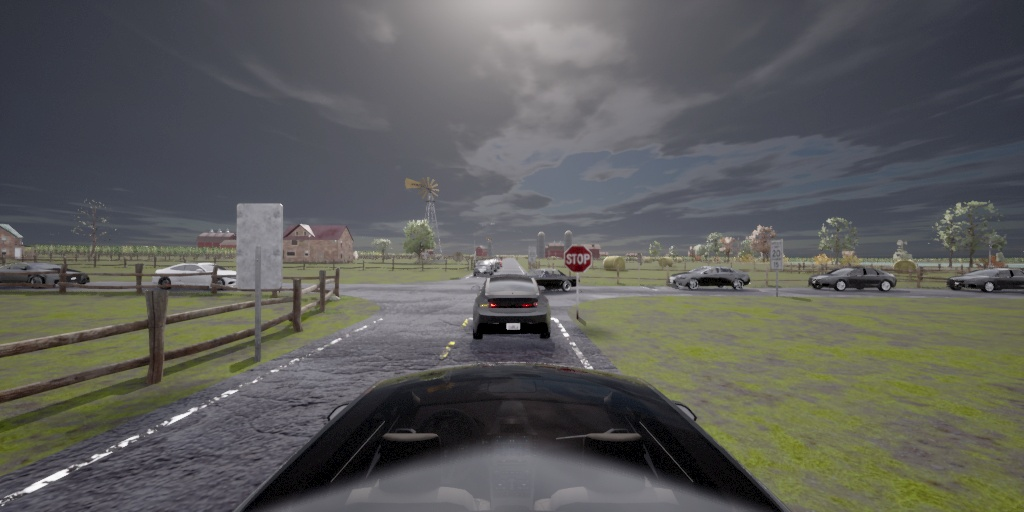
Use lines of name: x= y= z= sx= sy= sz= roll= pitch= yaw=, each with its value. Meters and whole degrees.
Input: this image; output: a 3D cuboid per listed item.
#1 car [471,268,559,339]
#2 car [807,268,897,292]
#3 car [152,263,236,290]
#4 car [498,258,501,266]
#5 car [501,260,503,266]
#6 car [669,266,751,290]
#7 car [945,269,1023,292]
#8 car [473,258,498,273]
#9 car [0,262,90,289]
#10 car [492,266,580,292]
car: x=-0.075 y=1.256 z=10.062 sx=1.837 sy=1.490 sz=4.892 roll=0 pitch=0 yaw=-2
car: x=22.199 y=1.499 z=23.508 sx=4.892 sy=1.490 sz=1.837 roll=1 pitch=-1 yaw=-1
car: x=-17.244 y=1.104 z=20.018 sx=4.674 sy=1.442 sz=1.812 roll=1 pitch=-1 yaw=-1
car: x=-2.854 y=1.241 z=46.194 sx=2.128 sy=1.511 sz=4.902 roll=0 pitch=0 yaw=0
car: x=-2.823 y=1.240 z=55.736 sx=2.128 sy=1.511 sz=4.902 roll=0 pitch=0 yaw=0
car: x=12.797 y=1.396 z=23.337 sx=4.902 sy=1.511 sz=2.128 roll=1 pitch=-1 yaw=-2
car: x=31.701 y=1.586 z=23.630 sx=4.892 sy=1.490 sz=1.837 roll=1 pitch=-1 yaw=-1
car: x=-2.860 y=1.243 z=36.748 sx=2.128 sy=1.511 sz=4.902 roll=0 pitch=0 yaw=0
car: x=-26.364 y=1.048 z=19.895 sx=4.181 sy=1.385 sz=1.994 roll=1 pitch=-1 yaw=-1
car: x=1.499 y=1.369 z=20.108 sx=4.718 sy=1.301 sz=1.895 roll=1 pitch=0 yaw=-35
